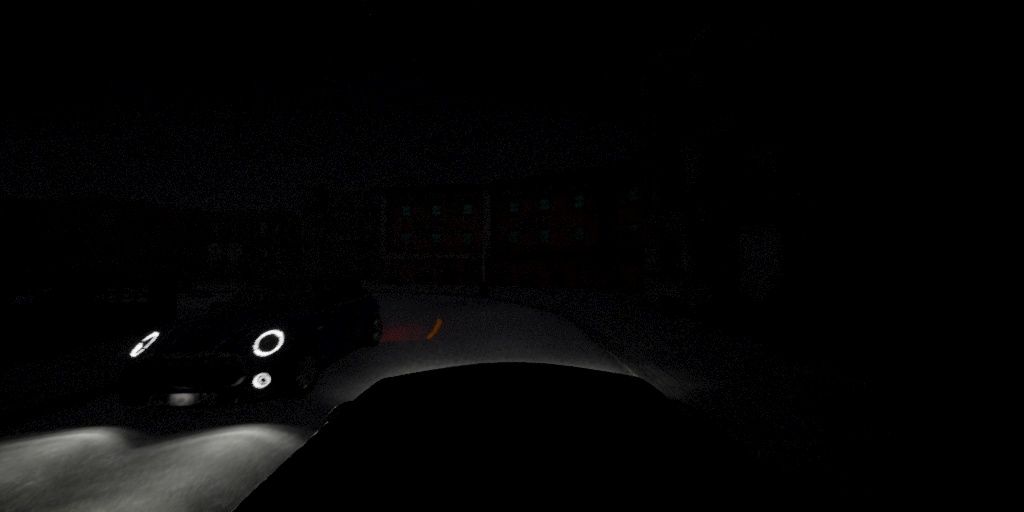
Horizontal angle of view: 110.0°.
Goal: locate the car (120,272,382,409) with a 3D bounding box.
[{"bbox_3d":[-4.063,1.170,6.581,2.097,1.767,4.553,0,-1,-2],"label":"car"}]
